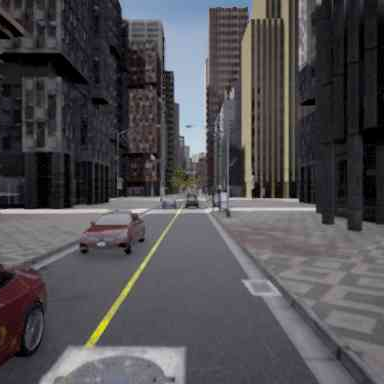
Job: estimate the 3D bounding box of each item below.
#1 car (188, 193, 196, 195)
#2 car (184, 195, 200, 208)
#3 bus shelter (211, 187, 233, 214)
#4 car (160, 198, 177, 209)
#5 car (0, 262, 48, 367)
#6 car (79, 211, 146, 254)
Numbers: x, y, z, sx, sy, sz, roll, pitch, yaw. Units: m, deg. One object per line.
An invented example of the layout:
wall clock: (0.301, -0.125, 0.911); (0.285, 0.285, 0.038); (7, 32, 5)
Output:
car: (0.021, 1.240, 67.667); (2.150, 2.045, 5.566); (0, -1, 1)
car: (0.024, 1.521, 46.803); (1.837, 1.490, 4.892); (0, 1, 0)
bus shelter: (3.138, 0.881, 35.470); (1.920, 2.740, 3.880); (0, 0, 0)
car: (-3.070, 1.529, 45.410); (1.812, 1.442, 4.674); (0, 0, 0)
car: (-3.088, 1.527, 3.342); (1.812, 1.442, 4.674); (0, 0, 0)
car: (-3.046, 1.531, 13.692); (1.812, 1.442, 4.674); (0, 0, 1)
